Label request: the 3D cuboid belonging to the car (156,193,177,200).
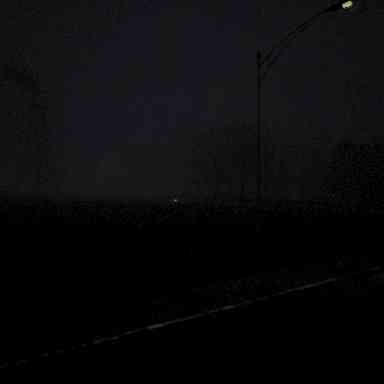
[{"bbox_3d":[-5.102,0.875,65.909,2.033,1.411,5.357,-1,1,-36],"label":"car"}]
